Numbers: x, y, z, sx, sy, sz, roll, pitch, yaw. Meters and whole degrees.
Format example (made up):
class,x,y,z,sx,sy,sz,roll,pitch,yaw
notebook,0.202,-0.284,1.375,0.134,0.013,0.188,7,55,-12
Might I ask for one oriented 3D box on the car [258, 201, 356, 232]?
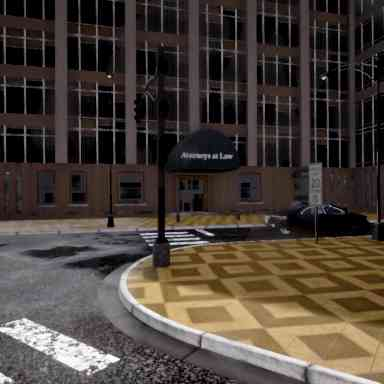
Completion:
class,x,y,z,sx,sy,sz,roll,pitch,yaw
car,6.484,1.314,18.922,4.902,1.511,2.128,0,0,-14

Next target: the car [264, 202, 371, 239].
class,x,y,z,sx,sy,sz,roll,pitch,yaw
car,6.087,1.309,15.887,4.902,1.511,2.128,0,0,-14
